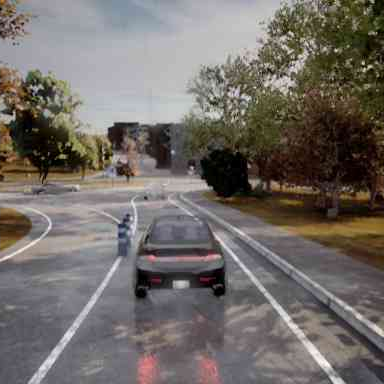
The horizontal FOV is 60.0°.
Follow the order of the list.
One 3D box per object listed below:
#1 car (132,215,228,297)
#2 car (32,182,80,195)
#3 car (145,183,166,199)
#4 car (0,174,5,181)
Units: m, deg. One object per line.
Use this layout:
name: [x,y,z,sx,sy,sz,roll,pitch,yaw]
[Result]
car: [-0.323,1.317,8.201,2.128,1.511,4.902,0,2,-3]
car: [-14.633,-0.442,36.051,4.718,1.301,1.895,-1,5,-13]
car: [-3.574,-0.207,32.563,1.812,1.442,4.674,0,5,-3]
car: [-36.151,-2.699,59.668,1.837,1.490,4.892,2,5,20]
